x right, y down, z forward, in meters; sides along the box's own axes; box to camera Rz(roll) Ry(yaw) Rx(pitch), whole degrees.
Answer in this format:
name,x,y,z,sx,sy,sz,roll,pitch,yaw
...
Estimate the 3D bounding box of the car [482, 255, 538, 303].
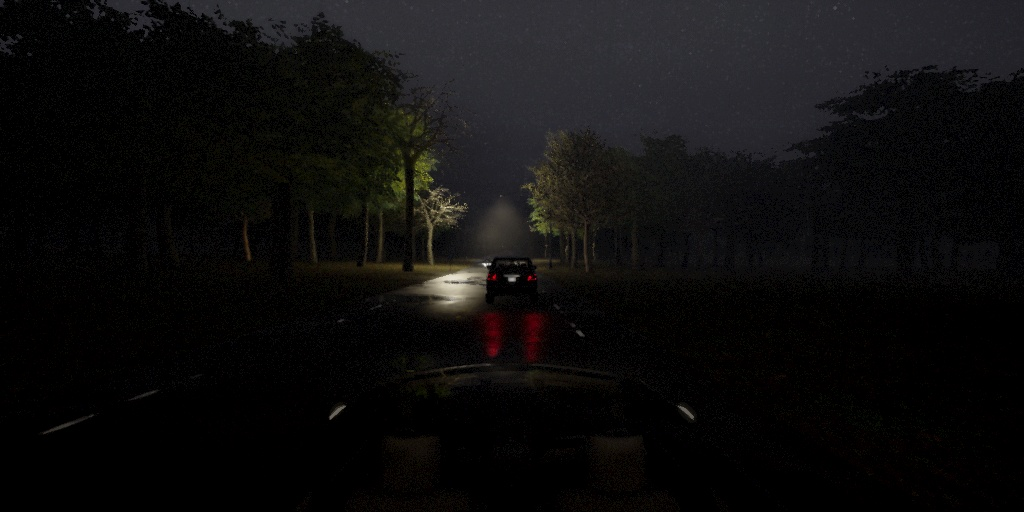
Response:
name,x,y,z,sx,sy,sz,roll,pitch,yaw
car,0.000,0.996,16.530,2.150,2.045,5.566,0,0,0
